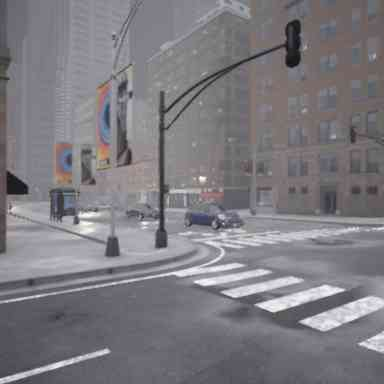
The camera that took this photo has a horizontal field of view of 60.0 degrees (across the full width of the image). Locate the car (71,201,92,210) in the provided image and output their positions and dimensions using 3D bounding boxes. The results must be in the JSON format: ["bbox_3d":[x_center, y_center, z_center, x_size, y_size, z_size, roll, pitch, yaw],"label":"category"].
[{"bbox_3d":[-19.387,2.322,58.089,2.033,1.411,5.357,0,-1,-35],"label":"car"}]

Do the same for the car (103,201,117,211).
[{"bbox_3d":[-13.421,2.239,49.722,1.895,1.301,4.718,0,-1,-35],"label":"car"}]

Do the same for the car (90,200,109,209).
[{"bbox_3d":[-16.736,2.293,59.969,1.837,1.490,4.892,0,-1,-35],"label":"car"}]

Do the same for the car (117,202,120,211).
[{"bbox_3d":[-10.929,2.218,51.784,1.994,1.385,4.181,0,-1,-35],"label":"car"}]

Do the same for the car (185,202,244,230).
[{"bbox_3d":[1.451,1.580,22.932,2.097,1.767,4.553,0,-1,-35],"label":"car"}]

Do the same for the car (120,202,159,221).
[{"bbox_3d":[-4.820,1.873,31.771,1.837,1.490,4.892,0,-1,-35],"label":"car"}]

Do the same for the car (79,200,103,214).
[{"bbox_3d":[-14.130,2.084,44.935,1.837,1.490,4.892,0,-1,-35],"label":"car"}]
